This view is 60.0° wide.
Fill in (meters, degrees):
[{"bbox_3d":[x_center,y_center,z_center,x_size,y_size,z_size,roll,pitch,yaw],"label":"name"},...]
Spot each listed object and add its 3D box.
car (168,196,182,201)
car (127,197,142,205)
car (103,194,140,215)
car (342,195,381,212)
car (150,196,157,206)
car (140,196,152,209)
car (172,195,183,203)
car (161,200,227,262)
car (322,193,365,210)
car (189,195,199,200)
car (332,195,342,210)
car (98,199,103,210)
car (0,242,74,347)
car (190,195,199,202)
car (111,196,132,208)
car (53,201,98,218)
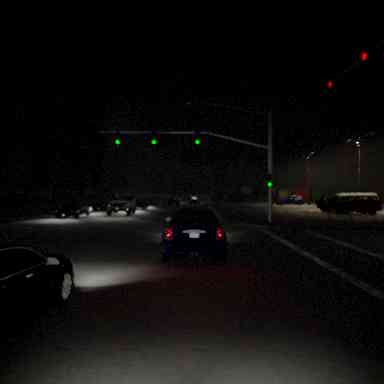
[{"bbox_3d":[-3.074,1.555,57.257,1.895,1.301,4.718,0,0,2],"label":"car"},{"bbox_3d":[-10.152,1.541,59.071,1.895,1.301,4.718,0,0,1],"label":"car"},{"bbox_3d":[-7.021,1.184,33.628,2.150,2.045,5.566,0,0,-2],"label":"car"},{"bbox_3d":[21.970,1.461,42.912,3.806,1.475,1.970,0,0,1],"label":"car"},{"bbox_3d":[-6.737,1.442,53.814,2.128,1.511,4.902,0,0,1],"label":"car"},{"bbox_3d":[-6.896,1.557,43.655,1.895,1.301,4.718,0,0,1],"label":"car"},{"bbox_3d":[-3.023,1.485,71.087,2.033,1.411,5.357,0,0,1],"label":"car"},{"bbox_3d":[0.071,1.370,12.424,2.097,1.767,4.553,0,0,0],"label":"car"},{"bbox_3d":[22.020,1.215,48.490,4.605,1.855,1.932,0,0,1],"label":"car"},{"bbox_3d":[0.360,1.560,60.141,1.895,1.301,4.718,0,0,1],"label":"car"},{"bbox_3d":[22.022,1.427,45.806,3.905,1.438,1.784,0,0,1],"label":"car"},{"bbox_3d":[-10.449,1.554,39.619,1.895,1.301,4.718,0,0,1],"label":"car"},{"bbox_3d":[-3.421,1.523,5.179,1.837,1.490,4.892,0,1,0],"label":"car"},{"bbox_3d":[0.468,1.339,70.209,1.812,1.442,4.674,0,0,1],"label":"car"},{"bbox_3d":[-10.321,1.424,49.095,1.882,1.535,5.008,0,0,1],"label":"car"},{"bbox_3d":[-10.551,1.506,30.030,2.033,1.411,5.357,0,0,1],"label":"car"}]
